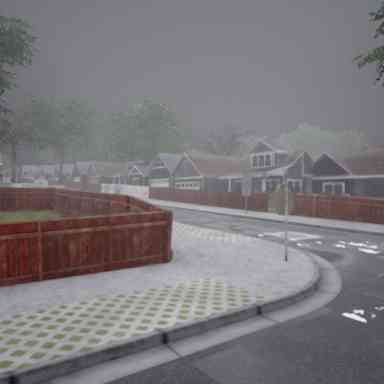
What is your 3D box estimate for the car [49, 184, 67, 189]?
[{"bbox_3d":[-18.795,-0.315,46.771,1.882,1.535,5.008,1,2,-35],"label":"car"}]
